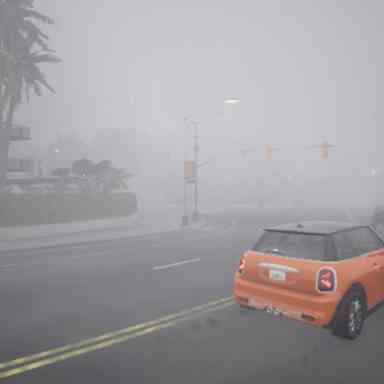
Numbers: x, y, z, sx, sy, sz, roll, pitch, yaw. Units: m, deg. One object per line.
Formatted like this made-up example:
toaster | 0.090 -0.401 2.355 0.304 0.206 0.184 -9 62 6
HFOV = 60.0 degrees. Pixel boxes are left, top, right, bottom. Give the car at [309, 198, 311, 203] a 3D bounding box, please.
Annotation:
car | 27.451 1.822 80.847 2.231 1.521 4.892 0 0 33

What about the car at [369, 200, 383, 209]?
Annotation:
car | 12.689 1.554 21.620 1.882 1.535 5.008 0 0 25

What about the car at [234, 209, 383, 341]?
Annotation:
car | 2.930 1.381 6.906 4.553 1.767 2.097 0 0 -44

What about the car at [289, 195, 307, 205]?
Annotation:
car | 20.727 1.759 65.015 2.097 1.535 5.008 0 0 23

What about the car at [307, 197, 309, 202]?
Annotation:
car | 23.147 1.657 70.969 2.185 1.767 4.553 0 0 23
